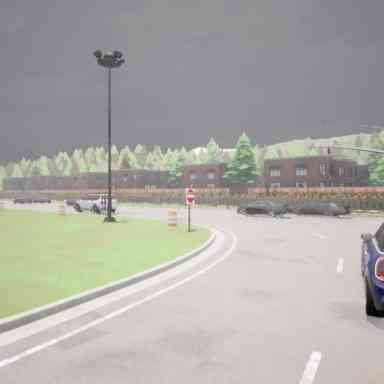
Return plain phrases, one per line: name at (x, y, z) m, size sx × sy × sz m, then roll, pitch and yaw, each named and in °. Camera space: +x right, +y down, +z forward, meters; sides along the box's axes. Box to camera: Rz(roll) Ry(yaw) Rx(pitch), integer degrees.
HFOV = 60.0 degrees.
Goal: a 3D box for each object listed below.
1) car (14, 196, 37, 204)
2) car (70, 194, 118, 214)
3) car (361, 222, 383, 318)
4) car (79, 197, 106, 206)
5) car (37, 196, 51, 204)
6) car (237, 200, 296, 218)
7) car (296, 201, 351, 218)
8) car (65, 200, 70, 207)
car at (-32.146, 1.497, 63.203) m, size 4.902 × 1.511 × 2.128 m, roll 0°, pitch 0°, yaw 41°
car at (-10.124, 1.220, 35.016) m, size 5.566 × 2.045 × 2.150 m, roll 0°, pitch 0°, yaw 41°
car at (4.807, 1.352, 7.050) m, size 2.097 × 1.767 × 4.553 m, roll 0°, pitch 0°, yaw 26°
car at (-16.173, 1.500, 54.091) m, size 4.892 × 1.490 × 1.837 m, roll -1°, pitch -1°, yaw 41°
car at (-29.664, 1.554, 65.631) m, size 4.181 × 1.385 × 1.994 m, roll 0°, pitch 0°, yaw 41°
car at (6.370, 1.491, 30.041) m, size 4.902 × 1.511 × 2.128 m, roll 0°, pitch 0°, yaw 41°
car at (11.482, 1.546, 30.256) m, size 5.357 × 1.411 × 2.033 m, roll 0°, pitch 0°, yaw 41°
car at (-17.529, 1.561, 50.636) m, size 4.181 × 1.385 × 1.994 m, roll 0°, pitch 0°, yaw 41°
